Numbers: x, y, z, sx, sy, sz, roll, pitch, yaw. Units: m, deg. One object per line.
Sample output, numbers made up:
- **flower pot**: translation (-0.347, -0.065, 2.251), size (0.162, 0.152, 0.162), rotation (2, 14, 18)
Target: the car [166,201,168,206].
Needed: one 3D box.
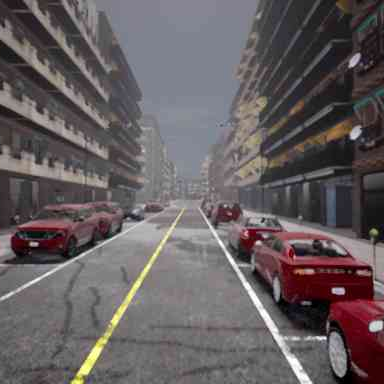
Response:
- **car**: translation (-5.345, 2.160, 52.391), size (1.887, 1.381, 4.507), rotation (1, -1, 0)

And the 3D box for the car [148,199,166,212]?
- **car**: translation (-5.334, 1.858, 46.862), size (2.192, 1.841, 5.009), rotation (1, -1, 0)

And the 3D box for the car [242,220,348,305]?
- **car**: translation (2.577, 1.633, 8.095), size (1.887, 1.381, 4.507), rotation (1, -1, 0)

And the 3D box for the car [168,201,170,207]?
- **car**: translation (-5.361, 2.426, 68.982), size (1.802, 1.307, 4.206), rotation (1, -1, 0)

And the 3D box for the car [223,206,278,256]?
- **car**: translation (2.582, 1.589, 13.628), size (1.967, 1.590, 4.097), rotation (1, -1, 0)

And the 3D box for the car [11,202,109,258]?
- **car**: translation (-5.303, 1.463, 13.682), size (2.192, 1.841, 5.009), rotation (1, -1, 0)

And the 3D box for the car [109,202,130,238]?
- **car**: translation (-5.308, 1.525, 19.212), size (2.192, 1.841, 5.009), rotation (1, -1, 0)

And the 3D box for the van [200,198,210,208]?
- **van**: translation (2.495, 2.107, 63.407), size (1.690, 1.788, 3.998), rotation (1, -1, 0)

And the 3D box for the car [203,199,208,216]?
- **car**: translation (2.520, 1.844, 35.751), size (1.967, 1.590, 4.097), rotation (1, -1, 0)

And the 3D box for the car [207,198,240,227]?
- **car**: translation (2.533, 1.587, 24.690), size (2.192, 1.841, 5.009), rotation (1, -1, 0)

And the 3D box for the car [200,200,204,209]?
- **car**: translation (2.506, 2.125, 46.811), size (1.802, 1.307, 4.206), rotation (1, -1, 0)

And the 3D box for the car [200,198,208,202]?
- **car**: translation (2.501, 2.005, 57.877), size (2.192, 1.841, 5.009), rotation (1, -1, 0)

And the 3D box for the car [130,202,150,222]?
- **car**: translation (-5.324, 1.903, 30.271), size (1.947, 1.339, 4.313), rotation (1, -1, 0)

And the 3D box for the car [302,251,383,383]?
- **car**: translation (2.583, 1.574, 2.566), size (1.887, 1.381, 4.507), rotation (1, -1, 0)
